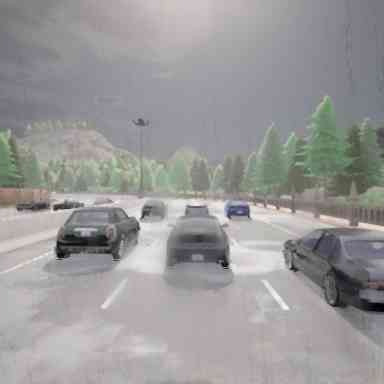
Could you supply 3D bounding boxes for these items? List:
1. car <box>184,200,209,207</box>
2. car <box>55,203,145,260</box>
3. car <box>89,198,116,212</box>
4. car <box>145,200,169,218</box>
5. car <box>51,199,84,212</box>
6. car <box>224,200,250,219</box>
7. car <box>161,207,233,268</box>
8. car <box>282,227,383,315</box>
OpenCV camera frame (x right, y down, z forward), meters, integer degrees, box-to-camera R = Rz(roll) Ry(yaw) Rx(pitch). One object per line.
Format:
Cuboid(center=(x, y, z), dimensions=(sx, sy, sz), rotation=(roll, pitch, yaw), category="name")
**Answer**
Cuboid(center=(0.394, 1.450, 27.767), dimensions=(2.128, 1.511, 4.902), rotation=(0, 0, 1), category="car")
Cuboid(center=(-3.286, 1.315, 12.510), dimensions=(2.097, 1.767, 4.553), rotation=(0, 0, 1), category="car")
Cuboid(center=(-10.219, 1.410, 38.345), dimensions=(1.812, 1.442, 4.674), rotation=(0, 0, 0), category="car")
Cuboid(center=(-3.101, 1.443, 28.106), dimensions=(1.837, 1.490, 4.892), rotation=(0, 0, 1), category="car")
Cuboid(center=(-13.706, 1.469, 37.023), dimensions=(1.895, 1.301, 4.718), rotation=(0, 0, 0), category="car")
Cuboid(center=(3.916, 1.452, 29.299), dimensions=(1.882, 1.535, 5.008), rotation=(0, 0, 1), category="car")
Cuboid(center=(0.196, 1.488, 11.212), dimensions=(1.837, 1.490, 4.892), rotation=(0, 0, 1), category="car")
Cuboid(center=(3.640, 1.555, 7.850), dimensions=(2.033, 1.411, 5.357), rotation=(0, 0, 1), category="car")
